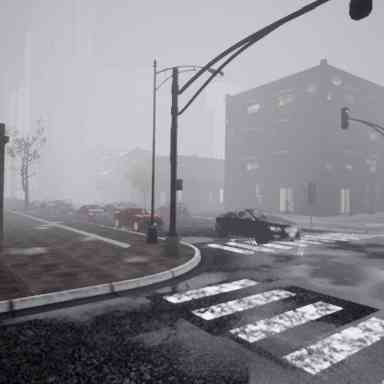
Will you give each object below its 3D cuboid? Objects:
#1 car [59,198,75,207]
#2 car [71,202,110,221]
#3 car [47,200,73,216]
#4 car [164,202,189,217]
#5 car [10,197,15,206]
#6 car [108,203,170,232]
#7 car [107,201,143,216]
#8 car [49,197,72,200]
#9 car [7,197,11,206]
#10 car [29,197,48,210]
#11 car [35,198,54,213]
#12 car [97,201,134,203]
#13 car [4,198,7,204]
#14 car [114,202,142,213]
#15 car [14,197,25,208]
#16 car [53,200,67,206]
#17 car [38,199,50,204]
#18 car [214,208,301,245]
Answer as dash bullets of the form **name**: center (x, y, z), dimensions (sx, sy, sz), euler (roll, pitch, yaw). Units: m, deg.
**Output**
- **car**: center (-25.190, 2.110, 66.899), dimensions (1.967, 1.590, 4.097), euler (1, -1, -35)
- **car**: center (-8.547, 1.728, 28.232), dimensions (1.802, 1.307, 4.206), euler (1, -1, -35)
- **car**: center (-13.703, 1.789, 35.610), dimensions (1.947, 1.339, 4.313), euler (1, -1, -35)
- **car**: center (-2.096, 1.758, 34.083), dimensions (1.967, 1.590, 4.097), euler (1, -1, -35)
- **car**: center (-32.059, 2.079, 62.100), dimensions (1.947, 1.339, 4.313), euler (1, -1, -35)
- **car**: center (-3.390, 1.613, 20.855), dimensions (1.887, 1.381, 4.507), euler (1, -1, -35)
- **car**: center (-7.531, 1.806, 37.117), dimensions (2.128, 1.511, 4.902), euler (1, -1, -35)
- **car**: center (-19.491, 1.909, 48.809), dimensions (1.837, 1.490, 4.892), euler (1, -2, -35)
- **car**: center (-35.229, 2.129, 66.635), dimensions (1.947, 1.339, 4.313), euler (1, -1, -35)
- **car**: center (-22.678, 1.889, 48.572), dimensions (1.752, 1.417, 4.829), euler (1, -1, -35)
- **car**: center (-18.002, 1.841, 41.811), dimensions (2.008, 1.369, 4.403), euler (1, -1, -35)
- **car**: center (-6.556, 1.692, 30.148), dimensions (2.128, 1.511, 4.902), euler (1, -1, -35)
- **car**: center (-38.398, 1.928, 71.173), dimensions (2.192, 1.841, 5.009), euler (1, -1, -35)
- **car**: center (-8.299, 1.962, 42.945), dimensions (2.008, 1.369, 4.403), euler (1, -1, -35)
- **car**: center (-29.071, 2.010, 57.812), dimensions (1.887, 1.381, 4.507), euler (1, -1, -35)
- **car**: center (-28.360, 2.302, 71.433), dimensions (1.802, 1.307, 4.206), euler (1, -1, -35)
- **car**: center (-37.966, 2.399, 85.178), dimensions (1.752, 1.417, 4.829), euler (1, -1, -35)
- **car**: center (2.940, 1.533, 15.863), dimensions (2.128, 1.511, 4.902), euler (0, -1, -30)
